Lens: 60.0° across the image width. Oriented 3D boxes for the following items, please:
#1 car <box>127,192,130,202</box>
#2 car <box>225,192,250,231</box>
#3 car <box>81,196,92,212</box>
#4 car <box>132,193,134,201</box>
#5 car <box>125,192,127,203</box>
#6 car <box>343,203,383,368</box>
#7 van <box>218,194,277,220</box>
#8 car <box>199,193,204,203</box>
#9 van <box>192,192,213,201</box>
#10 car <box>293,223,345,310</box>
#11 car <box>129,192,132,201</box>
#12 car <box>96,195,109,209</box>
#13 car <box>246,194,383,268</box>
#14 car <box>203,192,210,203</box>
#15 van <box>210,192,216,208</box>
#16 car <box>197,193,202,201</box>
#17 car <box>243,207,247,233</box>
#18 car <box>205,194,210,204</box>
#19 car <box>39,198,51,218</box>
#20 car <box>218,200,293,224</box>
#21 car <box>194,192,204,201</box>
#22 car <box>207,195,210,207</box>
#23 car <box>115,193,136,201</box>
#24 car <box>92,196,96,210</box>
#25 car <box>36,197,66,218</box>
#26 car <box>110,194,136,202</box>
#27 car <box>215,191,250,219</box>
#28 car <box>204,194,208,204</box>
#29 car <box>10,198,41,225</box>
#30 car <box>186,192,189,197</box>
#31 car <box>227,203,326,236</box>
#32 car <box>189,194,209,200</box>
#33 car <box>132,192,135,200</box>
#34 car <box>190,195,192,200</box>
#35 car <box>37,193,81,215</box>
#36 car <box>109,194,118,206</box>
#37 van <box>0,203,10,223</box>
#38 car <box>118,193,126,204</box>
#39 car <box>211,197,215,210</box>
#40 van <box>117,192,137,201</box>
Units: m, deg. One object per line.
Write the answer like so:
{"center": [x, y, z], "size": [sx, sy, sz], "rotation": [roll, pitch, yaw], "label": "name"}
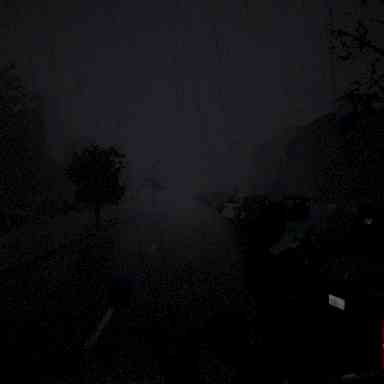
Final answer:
{"center": [-14.596, 1.363, 60.761], "size": [5.366, 1.575, 1.946], "rotation": [-1, 0, -23], "label": "car"}
{"center": [4.730, 1.191, 15.529], "size": [5.566, 2.045, 2.435], "rotation": [1, 0, -20], "label": "car"}
{"center": [-13.422, 1.417, 34.246], "size": [5.366, 1.575, 1.946], "rotation": [-1, 0, -20], "label": "car"}
{"center": [-14.794, 1.390, 66.748], "size": [4.674, 1.452, 2.002], "rotation": [-1, 0, -24], "label": "car"}
{"center": [-14.299, 1.244, 57.872], "size": [4.553, 1.767, 2.185], "rotation": [-1, 0, -23], "label": "car"}
{"center": [4.727, 1.222, 3.474], "size": [5.566, 2.045, 2.435], "rotation": [1, 0, -20], "label": "car"}
{"center": [4.547, 1.185, 27.492], "size": [4.442, 1.987, 1.878], "rotation": [1, 0, -20], "label": "van"}
{"center": [4.267, 1.345, 51.671], "size": [5.008, 1.535, 2.097], "rotation": [1, 0, -22], "label": "car"}
{"center": [2.506, 1.042, 78.751], "size": [4.442, 1.987, 1.878], "rotation": [1, 0, -25], "label": "van"}
{"center": [4.712, 1.495, 6.484], "size": [4.792, 1.488, 2.163], "rotation": [1, 0, -20], "label": "car"}
{"center": [-14.576, 1.230, 63.803], "size": [4.553, 1.767, 2.185], "rotation": [-1, 0, -23], "label": "car"}
{"center": [-13.722, 1.402, 43.078], "size": [5.008, 1.535, 2.097], "rotation": [-1, 0, -21], "label": "car"}
{"center": [4.706, 1.206, 9.488], "size": [5.566, 2.045, 2.435], "rotation": [1, 0, -20], "label": "car"}
{"center": [4.421, 1.237, 45.625], "size": [4.553, 1.767, 2.185], "rotation": [1, 0, -22], "label": "car"}
{"center": [4.511, 1.169, 33.517], "size": [4.442, 1.987, 1.878], "rotation": [1, 0, -21], "label": "van"}
{"center": [4.035, 1.328, 57.704], "size": [5.008, 1.535, 2.097], "rotation": [1, 0, -23], "label": "car"}
{"center": [4.688, 1.479, 12.496], "size": [4.792, 1.488, 2.163], "rotation": [1, 0, -20], "label": "car"}
{"center": [4.564, 1.380, 39.588], "size": [5.008, 1.535, 2.097], "rotation": [1, 0, -21], "label": "car"}
{"center": [-13.561, 1.473, 25.240], "size": [4.792, 1.488, 2.163], "rotation": [-1, 0, -20], "label": "car"}
{"center": [4.668, 1.419, 24.529], "size": [5.008, 1.535, 2.097], "rotation": [1, 0, -20], "label": "car"}
{"center": [3.859, 1.067, 60.706], "size": [5.566, 2.045, 2.435], "rotation": [1, 0, -23], "label": "car"}
{"center": [4.762, 1.387, 36.646], "size": [5.366, 1.575, 1.946], "rotation": [1, 0, -21], "label": "car"}
{"center": [-15.724, 1.199, 78.567], "size": [4.553, 1.767, 2.185], "rotation": [-1, 0, -25], "label": "car"}
{"center": [-13.621, 1.416, 37.145], "size": [4.892, 1.521, 2.231], "rotation": [-1, 0, -21], "label": "car"}
{"center": [-13.524, 1.465, 28.243], "size": [4.792, 1.488, 2.163], "rotation": [-1, 0, -20], "label": "car"}
{"center": [-15.657, 1.331, 75.527], "size": [5.366, 1.575, 1.946], "rotation": [-1, 0, -25], "label": "car"}
{"center": [4.705, 1.176, 21.537], "size": [5.566, 2.045, 2.435], "rotation": [1, 0, -20], "label": "car"}
{"center": [4.494, 1.372, 42.606], "size": [4.892, 1.521, 2.231], "rotation": [1, 0, -21], "label": "car"}
{"center": [-13.345, 1.445, 22.344], "size": [5.366, 1.575, 1.946], "rotation": [-1, 0, -20], "label": "car"}
{"center": [1.871, 1.247, 84.736], "size": [5.366, 1.575, 1.946], "rotation": [1, 0, -26], "label": "car"}
{"center": [4.693, 1.435, 18.519], "size": [5.008, 1.535, 2.097], "rotation": [1, 0, -20], "label": "car"}
{"center": [1.913, 1.279, 87.797], "size": [4.792, 1.488, 2.163], "rotation": [1, 0, -26], "label": "car"}
{"center": [-15.009, 1.384, 69.701], "size": [4.674, 1.452, 2.002], "rotation": [-1, 1, -24], "label": "car"}
{"center": [2.871, 1.278, 75.794], "size": [4.892, 1.521, 2.231], "rotation": [1, 0, -25], "label": "car"}
{"center": [-13.597, 1.178, 31.191], "size": [5.566, 2.045, 2.435], "rotation": [-1, 0, -20], "label": "car"}
{"center": [-13.923, 1.419, 48.986], "size": [4.792, 1.488, 2.163], "rotation": [-1, 0, -22], "label": "car"}
{"center": [-13.401, 1.230, 19.345], "size": [4.442, 1.987, 1.878], "rotation": [-1, 0, -20], "label": "van"}
{"center": [-14.117, 1.375, 54.922], "size": [5.008, 1.535, 2.097], "rotation": [-1, 0, -22], "label": "car"}
{"center": [4.663, 1.434, 30.562], "size": [4.792, 1.488, 2.163], "rotation": [1, 0, -20], "label": "car"}
{"center": [-15.935, 1.091, 81.553], "size": [4.442, 1.987, 1.878], "rotation": [-1, 0, -25], "label": "van"}
